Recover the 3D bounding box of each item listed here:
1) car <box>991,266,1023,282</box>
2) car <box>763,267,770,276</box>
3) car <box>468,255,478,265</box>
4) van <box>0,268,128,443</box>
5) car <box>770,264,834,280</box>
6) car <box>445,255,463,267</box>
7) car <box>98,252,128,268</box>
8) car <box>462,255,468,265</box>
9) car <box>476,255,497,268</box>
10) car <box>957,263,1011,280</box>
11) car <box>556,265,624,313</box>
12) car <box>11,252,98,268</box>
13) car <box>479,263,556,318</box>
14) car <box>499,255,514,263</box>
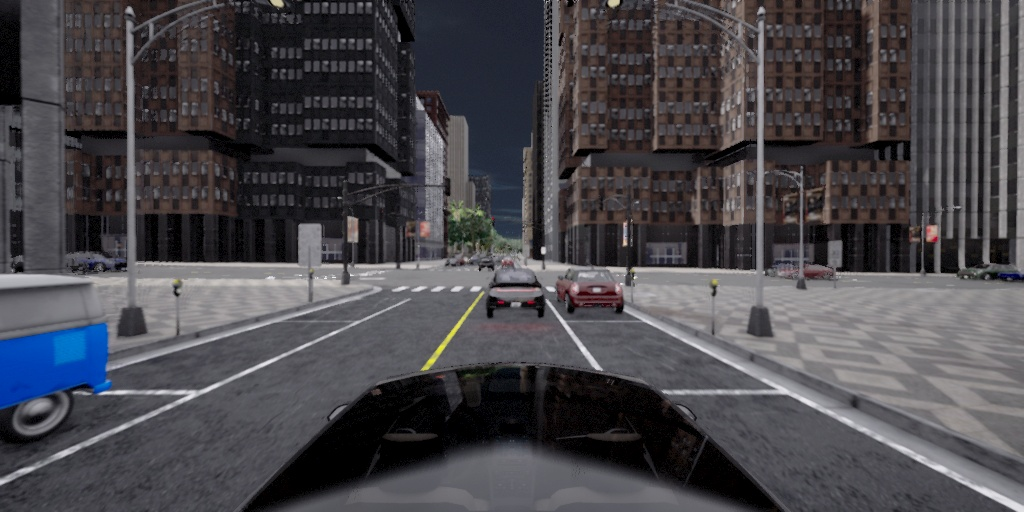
[{"bbox_3d":[49.035,1.881,33.782,4.718,1.301,1.895,1,0,0],"label":"car"},{"bbox_3d":[27.965,1.511,36.995,4.181,1.385,1.994,1,0,0],"label":"car"},{"bbox_3d":[-6.460,0.932,63.764,2.033,1.411,5.357,0,0,0],"label":"car"},{"bbox_3d":[-5.763,1.085,2.688,1.690,1.789,3.998,0,0,0],"label":"van"},{"bbox_3d":[27.549,1.491,33.745,4.674,1.442,1.812,1,0,0],"label":"car"},{"bbox_3d":[-9.143,0.987,54.911,1.948,1.339,4.313,0,0,0],"label":"car"},{"bbox_3d":[-34.656,0.465,29.930,4.553,1.767,2.097,1,0,0],"label":"car"},{"bbox_3d":[-9.178,0.714,60.337,2.192,1.841,5.009,0,0,0],"label":"car"},{"bbox_3d":[-3.040,0.969,43.568,1.837,1.490,4.892,-1,0,-2],"label":"car"},{"bbox_3d":[49.127,1.612,37.030,4.553,1.767,2.097,1,0,0],"label":"car"},{"bbox_3d":[2.758,1.114,13.575,1.967,1.591,4.097,0,0,0],"label":"car"},{"bbox_3d":[-34.623,0.615,26.679,5.008,1.535,1.882,1,0,0],"label":"car"},{"bbox_3d":[0.097,1.172,12.692,2.128,1.511,4.902,0,0,0],"label":"car"},{"bbox_3d":[-0.618,0.860,54.965,1.967,1.591,4.097,0,0,0],"label":"car"}]
